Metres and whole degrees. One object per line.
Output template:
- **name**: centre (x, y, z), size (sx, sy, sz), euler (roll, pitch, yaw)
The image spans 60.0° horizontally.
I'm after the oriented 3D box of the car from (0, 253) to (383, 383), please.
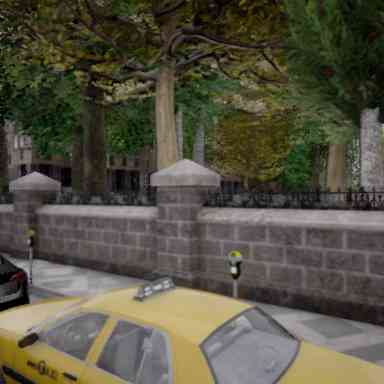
- **car**: centre (-0.569, 1.554, 3.369), size (4.829, 1.417, 1.752), euler (-1, 0, 35)
